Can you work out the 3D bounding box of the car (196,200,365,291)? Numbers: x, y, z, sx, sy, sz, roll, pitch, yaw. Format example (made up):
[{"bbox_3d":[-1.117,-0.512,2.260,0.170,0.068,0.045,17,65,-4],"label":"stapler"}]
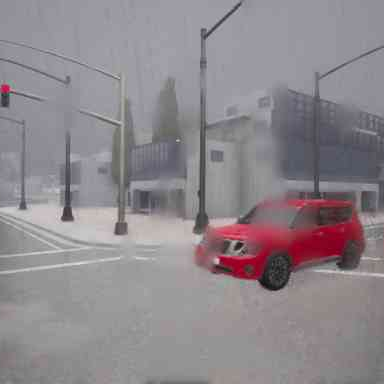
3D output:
[{"bbox_3d":[2.733,1.263,9.425,5.566,2.045,2.150,1,0,-37],"label":"car"}]
